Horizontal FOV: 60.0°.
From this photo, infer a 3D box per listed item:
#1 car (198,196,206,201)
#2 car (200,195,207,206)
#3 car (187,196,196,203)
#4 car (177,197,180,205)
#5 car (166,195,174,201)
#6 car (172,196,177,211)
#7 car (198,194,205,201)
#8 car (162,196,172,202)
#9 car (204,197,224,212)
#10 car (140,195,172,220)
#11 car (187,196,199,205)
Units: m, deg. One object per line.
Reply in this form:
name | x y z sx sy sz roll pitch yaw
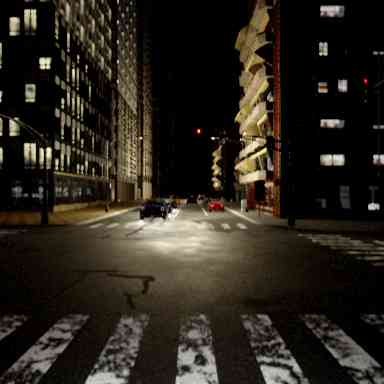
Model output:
car | 2.562 1.595 84.315 1.802 1.307 4.206 0 0 0
car | 2.614 1.548 50.424 2.008 1.369 4.403 0 0 0
car | -0.106 1.557 70.513 1.994 1.385 4.181 0 0 0
car | -3.146 1.598 46.721 1.895 1.301 4.718 0 0 0
car | -5.828 1.562 89.951 1.887 1.381 4.507 0 0 0
car | -3.152 1.486 37.463 2.128 1.511 4.902 0 0 0
car | 2.553 1.457 89.964 1.967 1.590 4.097 0 0 0
car | -5.810 1.560 78.653 2.008 1.369 4.403 0 0 0
car | 2.684 1.577 37.507 1.802 1.307 4.206 0 0 0
car | -3.139 1.346 28.415 2.097 1.767 4.553 0 0 0
car | 0.010 1.564 60.471 1.994 1.385 4.181 0 0 0
